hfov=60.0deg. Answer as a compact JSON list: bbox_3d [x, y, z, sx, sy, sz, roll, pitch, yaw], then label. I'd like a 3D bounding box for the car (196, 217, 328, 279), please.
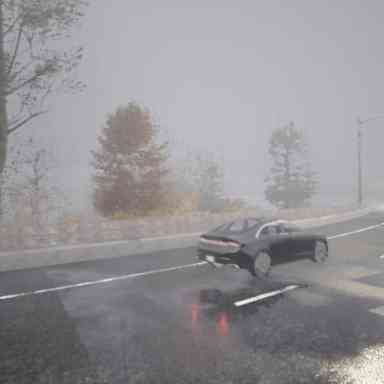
[{"bbox_3d":[2.356,1.534,10.279,4.902,1.511,2.128,0,0,-39],"label":"car"}]
